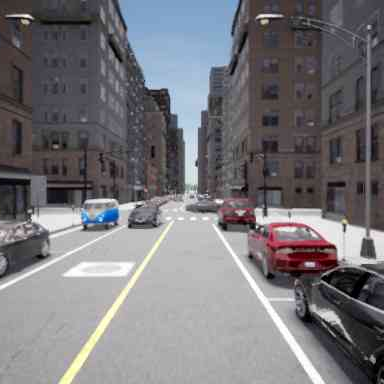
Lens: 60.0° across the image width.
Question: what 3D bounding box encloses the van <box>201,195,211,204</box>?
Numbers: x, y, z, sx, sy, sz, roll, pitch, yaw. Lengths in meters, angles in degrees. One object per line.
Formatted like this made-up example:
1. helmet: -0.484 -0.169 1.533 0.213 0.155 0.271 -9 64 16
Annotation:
1. van: 2.747 1.420 64.669 1.690 1.788 3.998 -1 0 0

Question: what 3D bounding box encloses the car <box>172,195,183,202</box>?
1. car: -3.004 1.454 75.592 2.097 1.767 4.553 0 0 0

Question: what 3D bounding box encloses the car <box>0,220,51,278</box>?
1. car: -5.773 1.563 9.997 2.008 1.369 4.403 -1 0 0

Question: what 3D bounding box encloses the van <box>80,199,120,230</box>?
1. van: -5.775 1.366 21.215 1.690 1.788 3.998 -1 0 0

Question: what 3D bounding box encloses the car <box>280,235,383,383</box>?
1. car: 2.753 1.572 4.387 1.947 1.339 4.313 -1 0 0

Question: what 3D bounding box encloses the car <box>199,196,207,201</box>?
1. car: 2.748 1.671 86.689 1.887 1.381 4.507 -1 0 0

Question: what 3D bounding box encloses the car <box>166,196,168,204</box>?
1. car: -5.775 1.594 58.992 1.752 1.417 4.829 -1 0 0

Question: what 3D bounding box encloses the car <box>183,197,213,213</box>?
1. car: 1.370 1.600 36.306 4.181 1.385 1.994 0 1 0

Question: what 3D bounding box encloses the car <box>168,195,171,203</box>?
1. car: -5.775 1.644 64.667 1.947 1.339 4.313 -1 0 0

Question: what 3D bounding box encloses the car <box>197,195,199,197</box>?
1. car: 2.748 1.664 81.183 2.008 1.369 4.403 -1 0 0

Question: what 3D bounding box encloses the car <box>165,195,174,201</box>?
1. car: -5.778 1.566 86.689 1.967 1.590 4.097 -1 0 0

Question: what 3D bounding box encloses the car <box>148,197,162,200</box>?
1. car: -5.774 1.635 48.153 1.802 1.307 4.206 -1 0 0

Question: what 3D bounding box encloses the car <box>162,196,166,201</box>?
1. car: -5.776 1.500 53.658 1.967 1.590 4.097 -1 0 0

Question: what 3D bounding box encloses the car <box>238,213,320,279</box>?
1. car: 2.753 1.557 9.997 1.887 1.381 4.507 -1 0 0

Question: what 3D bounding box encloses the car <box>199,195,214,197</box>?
1. car: 2.747 1.375 53.659 2.192 1.841 5.009 -1 0 0

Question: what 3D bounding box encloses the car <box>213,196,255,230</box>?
1. car: 2.749 1.340 21.216 2.192 1.841 5.009 -1 0 0

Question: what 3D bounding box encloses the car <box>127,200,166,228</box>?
1. car: -3.043 1.531 22.236 1.837 1.490 4.892 0 0 1

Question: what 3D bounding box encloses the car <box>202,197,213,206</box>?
1. car: 2.749 1.595 59.334 1.752 1.417 4.829 -1 0 0
